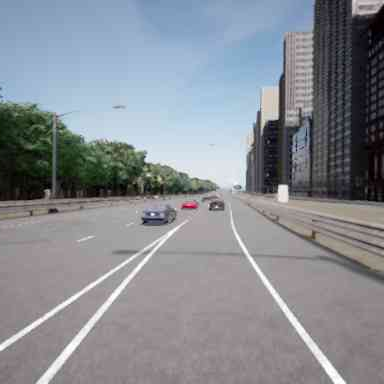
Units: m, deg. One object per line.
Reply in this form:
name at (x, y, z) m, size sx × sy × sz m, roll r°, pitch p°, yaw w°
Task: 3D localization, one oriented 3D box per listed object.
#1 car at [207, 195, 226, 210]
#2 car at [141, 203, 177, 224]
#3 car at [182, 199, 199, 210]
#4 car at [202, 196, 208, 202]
car at (3.284, 1.567, 43.177) m, size 1.837 × 1.490 × 4.892 m, roll 0°, pitch 0°, yaw 6°
car at (-2.338, 1.547, 24.531) m, size 2.033 × 1.411 × 5.357 m, roll 0°, pitch 0°, yaw 6°
car at (-0.179, 1.597, 44.442) m, size 1.994 × 1.385 × 4.181 m, roll 0°, pitch 0°, yaw 6°
car at (3.459, 1.611, 78.783) m, size 1.837 × 1.490 × 4.892 m, roll 0°, pitch 0°, yaw 6°
